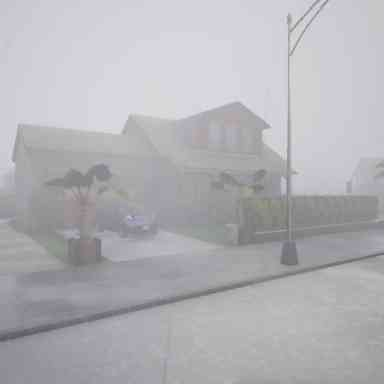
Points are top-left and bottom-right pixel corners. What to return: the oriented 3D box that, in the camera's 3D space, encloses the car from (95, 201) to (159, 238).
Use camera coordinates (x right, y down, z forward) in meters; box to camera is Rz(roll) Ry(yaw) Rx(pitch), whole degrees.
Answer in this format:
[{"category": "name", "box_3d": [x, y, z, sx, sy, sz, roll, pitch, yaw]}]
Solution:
[{"category": "car", "box_3d": [-3.022, 1.174, 15.291, 1.845, 1.501, 3.633, 0, 0, -38]}]
